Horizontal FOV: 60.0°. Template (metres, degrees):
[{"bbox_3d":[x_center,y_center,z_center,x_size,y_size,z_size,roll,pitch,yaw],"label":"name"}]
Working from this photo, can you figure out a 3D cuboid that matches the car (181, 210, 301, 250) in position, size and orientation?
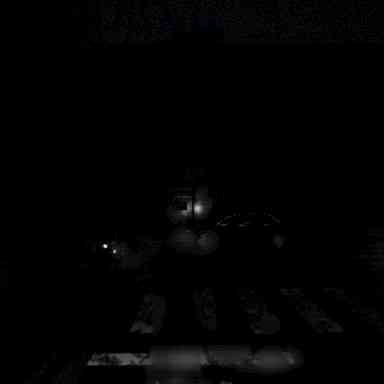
[{"bbox_3d":[1.983,1.533,13.857,4.892,1.490,1.837,0,-1,0],"label":"car"}]

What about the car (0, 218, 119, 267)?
[{"bbox_3d":[-5.198,1.563,10.884,5.357,1.411,2.033,0,0,0],"label":"car"}]
